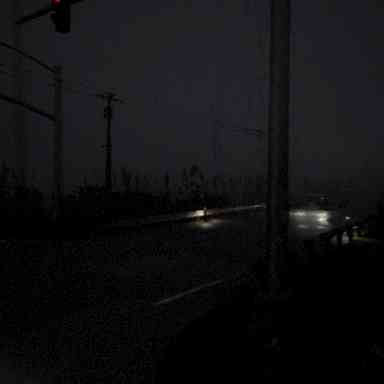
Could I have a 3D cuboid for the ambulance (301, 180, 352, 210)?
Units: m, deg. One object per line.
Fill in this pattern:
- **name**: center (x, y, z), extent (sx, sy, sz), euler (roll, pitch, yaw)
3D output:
- **ambulance**: center (11.541, 0.190, 28.427), extent (2.351, 2.431, 6.366), euler (1, 1, 42)
